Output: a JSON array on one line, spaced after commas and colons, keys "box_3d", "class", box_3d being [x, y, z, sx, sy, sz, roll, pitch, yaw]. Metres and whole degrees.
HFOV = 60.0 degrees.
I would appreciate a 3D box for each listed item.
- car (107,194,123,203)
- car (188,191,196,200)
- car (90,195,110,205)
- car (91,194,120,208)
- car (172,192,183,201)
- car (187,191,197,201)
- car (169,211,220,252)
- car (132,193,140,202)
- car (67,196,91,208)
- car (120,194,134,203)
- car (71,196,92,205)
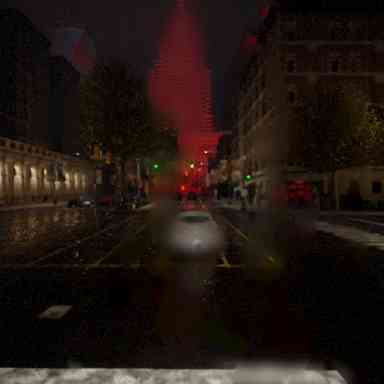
[{"box_3d": [-15.003, 1.211, 65.005, 1.882, 1.535, 5.008, 0, 0, 0], "class": "car"}, {"box_3d": [-0.003, 0.879, 84.630, 2.150, 2.045, 5.566, 0, 0, 0], "class": "car"}, {"box_3d": [-15.018, 1.280, 54.591, 1.837, 1.490, 4.892, 0, 0, 1], "class": "car"}, {"box_3d": [-11.585, 1.293, 45.003, 1.882, 1.535, 5.008, 0, 0, 0], "class": "car"}, {"box_3d": [-3.503, 1.243, 75.614, 1.994, 1.385, 4.181, 0, 0, 0], "class": "car"}, {"box_3d": [-0.003, 1.048, 75.232, 2.097, 1.767, 4.553, 0, 0, 0], "class": "car"}, {"box_3d": [0.100, 1.470, 13.411, 1.812, 1.442, 4.674, 0, 0, 0], "class": "car"}, {"box_3d": [-11.503, 1.085, 65.037, 2.097, 1.767, 4.553, 0, 0, 0], "class": "car"}, {"box_3d": [-15.084, 1.362, 45.052, 2.033, 1.411, 5.357, 0, 0, 0], "class": "car"}, {"box_3d": [-11.521, 1.322, 54.817, 2.033, 1.411, 5.357, 0, 0, 0], "class": "car"}, {"box_3d": [-18.252, 1.368, 55.122, 1.895, 1.301, 4.718, 0, 0, 0], "class": "car"}]
